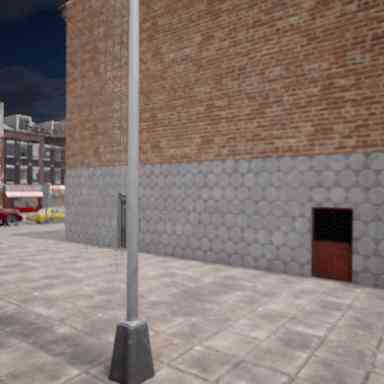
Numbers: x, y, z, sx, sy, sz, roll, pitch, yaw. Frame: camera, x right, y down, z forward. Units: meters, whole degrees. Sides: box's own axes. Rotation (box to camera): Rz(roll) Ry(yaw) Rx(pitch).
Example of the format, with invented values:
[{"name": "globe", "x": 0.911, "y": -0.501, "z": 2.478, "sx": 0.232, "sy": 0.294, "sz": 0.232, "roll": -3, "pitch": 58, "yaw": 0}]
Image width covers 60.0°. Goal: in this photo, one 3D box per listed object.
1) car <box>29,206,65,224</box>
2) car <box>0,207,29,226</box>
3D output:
[{"name": "car", "x": -11.321, "y": 1.879, "z": 27.947, "sx": 1.752, "sy": 1.417, "sz": 4.829, "roll": -1, "pitch": -1, "yaw": 36}, {"name": "car", "x": -14.648, "y": 1.563, "z": 23.305, "sx": 2.192, "sy": 1.841, "sz": 5.009, "roll": -1, "pitch": -1, "yaw": 36}]
